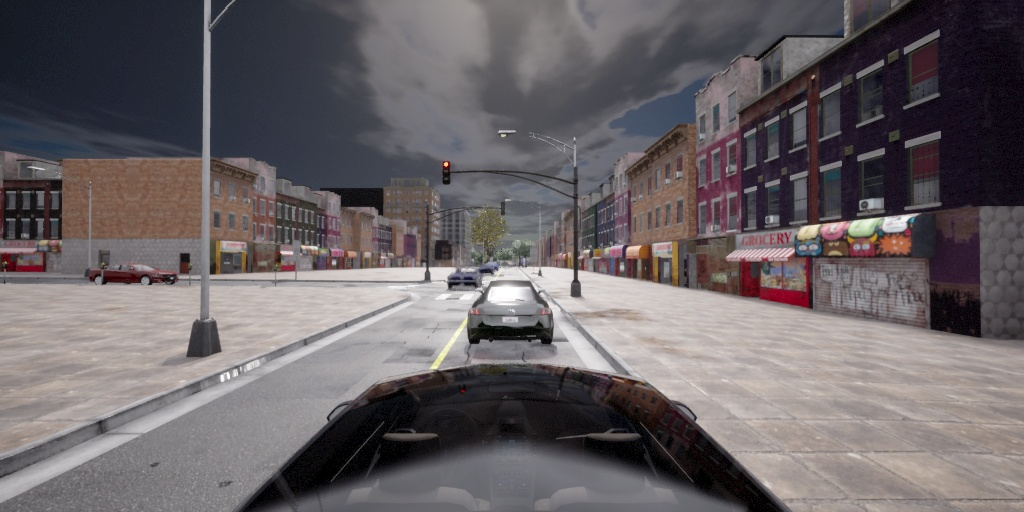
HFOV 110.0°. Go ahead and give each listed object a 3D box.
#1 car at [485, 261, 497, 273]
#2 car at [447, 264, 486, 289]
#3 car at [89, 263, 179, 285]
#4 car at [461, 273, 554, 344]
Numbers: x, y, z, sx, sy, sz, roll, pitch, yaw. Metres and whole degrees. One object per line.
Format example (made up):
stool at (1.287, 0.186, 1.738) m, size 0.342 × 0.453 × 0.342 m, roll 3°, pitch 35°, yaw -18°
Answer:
car at (-3.077, 1.585, 42.509) m, size 1.895 × 1.301 × 4.718 m, roll 0°, pitch -1°, yaw 0°
car at (-2.958, 1.395, 23.319) m, size 1.895 × 1.301 × 4.718 m, roll 0°, pitch 0°, yaw 0°
car at (-23.352, 1.118, 22.232) m, size 4.507 × 1.381 × 1.888 m, roll 0°, pitch 0°, yaw 0°
car at (-0.036, 1.325, 9.612) m, size 1.994 × 1.385 × 4.181 m, roll 0°, pitch 0°, yaw 0°
